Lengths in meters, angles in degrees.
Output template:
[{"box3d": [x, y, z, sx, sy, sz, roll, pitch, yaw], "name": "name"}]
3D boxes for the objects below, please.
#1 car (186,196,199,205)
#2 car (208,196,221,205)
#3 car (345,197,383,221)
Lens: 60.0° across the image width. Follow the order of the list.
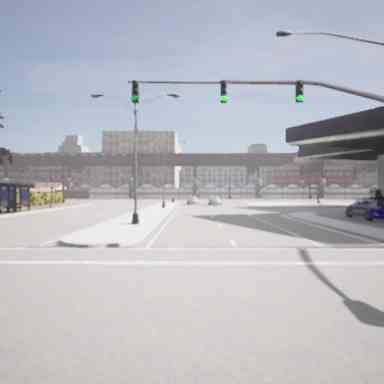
[{"box3d": [0.099, 1.310, 54.978, 1.812, 1.442, 4.674, 0, 0, 0], "name": "car"}, {"box3d": [3.551, 1.319, 52.609, 1.812, 1.442, 4.674, 0, 0, 1], "name": "car"}, {"box3d": [13.208, 1.199, 24.509, 2.242, 1.667, 4.611, 0, 0, 0], "name": "car"}]
